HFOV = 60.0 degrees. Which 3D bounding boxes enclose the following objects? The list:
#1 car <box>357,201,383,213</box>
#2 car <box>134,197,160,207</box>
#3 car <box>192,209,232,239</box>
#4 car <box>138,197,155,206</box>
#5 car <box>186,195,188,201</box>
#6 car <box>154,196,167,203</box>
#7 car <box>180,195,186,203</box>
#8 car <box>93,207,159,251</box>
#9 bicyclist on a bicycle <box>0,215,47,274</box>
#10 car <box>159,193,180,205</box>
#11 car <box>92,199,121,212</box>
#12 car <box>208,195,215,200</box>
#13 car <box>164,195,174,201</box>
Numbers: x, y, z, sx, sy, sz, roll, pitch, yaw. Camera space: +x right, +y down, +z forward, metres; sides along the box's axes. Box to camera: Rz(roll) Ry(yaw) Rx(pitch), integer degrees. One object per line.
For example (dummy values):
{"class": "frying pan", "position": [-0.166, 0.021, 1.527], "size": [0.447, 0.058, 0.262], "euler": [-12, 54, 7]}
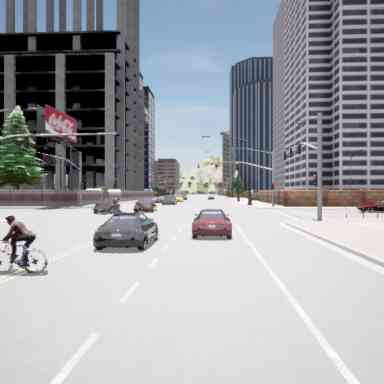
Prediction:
{"class": "car", "position": [20.628, 1.601, 36.194], "size": [4.718, 1.301, 1.895], "euler": [0, 0, 3]}
{"class": "car", "position": [-5.053, 1.564, 36.405], "size": [1.994, 1.385, 4.181], "euler": [0, 0, 3]}
{"class": "car", "position": [1.045, 1.564, 17.419], "size": [1.994, 1.385, 4.181], "euler": [0, 0, 3]}
{"class": "car", "position": [-7.470, 1.526, 54.813], "size": [1.812, 1.442, 4.674], "euler": [0, 0, 4]}
{"class": "car", "position": [-2.128, 1.497, 84.533], "size": [1.837, 1.490, 4.892], "euler": [0, 0, 3]}
{"class": "car", "position": [-6.533, 1.598, 69.227], "size": [1.895, 1.301, 4.718], "euler": [0, 0, 3]}
{"class": "car", "position": [-3.010, 1.478, 69.506], "size": [1.882, 1.535, 5.008], "euler": [0, 0, 3]}
{"class": "car", "position": [-2.656, 1.564, 14.220], "size": [1.994, 1.385, 4.181], "euler": [0, 0, 4]}
{"class": "bicyclist on a bicycle", "position": [-4.764, 1.455, 9.065], "size": [1.656, 1.620, 0.582], "euler": [-2, 0, 3]}
{"class": "car", "position": [-3.820, 1.352, 57.142], "size": [2.097, 1.767, 4.553], "euler": [0, 0, 4]}
{"class": "car", "position": [-8.686, 1.505, 34.284], "size": [1.837, 1.490, 4.892], "euler": [0, 0, 3]}
{"class": "car", "position": [5.432, 1.595, 93.874], "size": [1.895, 1.301, 4.718], "euler": [0, 0, 3]}
{"class": "car", "position": [-5.718, 1.552, 83.109], "size": [1.994, 1.385, 4.181], "euler": [0, 0, 3]}
